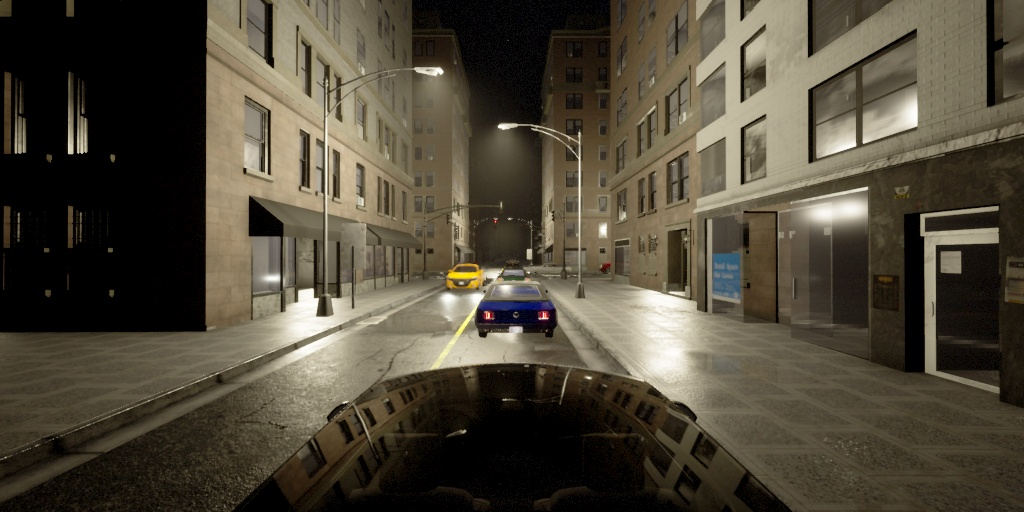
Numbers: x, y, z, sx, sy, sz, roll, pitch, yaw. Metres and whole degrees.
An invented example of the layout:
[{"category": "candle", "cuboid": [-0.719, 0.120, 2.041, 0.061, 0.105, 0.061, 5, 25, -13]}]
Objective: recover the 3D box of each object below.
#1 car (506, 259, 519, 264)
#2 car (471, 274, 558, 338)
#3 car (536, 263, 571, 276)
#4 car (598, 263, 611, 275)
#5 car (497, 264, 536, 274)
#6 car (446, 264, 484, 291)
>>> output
[{"category": "car", "cuboid": [0.103, 1.290, 60.933, 1.882, 1.535, 5.008, 0, 0, 0]}, {"category": "car", "cuboid": [0.099, 1.352, 10.184, 1.895, 1.301, 4.718, 0, 0, 0]}, {"category": "car", "cuboid": [3.537, 1.376, 36.545, 4.718, 1.301, 1.895, 0, 0, -15]}, {"category": "car", "cuboid": [12.255, 1.103, 39.970, 5.009, 1.841, 2.192, 0, 0, 0]}, {"category": "car", "cuboid": [0.092, 1.321, 20.073, 1.994, 1.385, 4.181, 0, 0, 0]}, {"category": "car", "cuboid": [-2.757, 1.237, 22.059, 1.882, 1.535, 5.008, 0, 0, 0]}]
